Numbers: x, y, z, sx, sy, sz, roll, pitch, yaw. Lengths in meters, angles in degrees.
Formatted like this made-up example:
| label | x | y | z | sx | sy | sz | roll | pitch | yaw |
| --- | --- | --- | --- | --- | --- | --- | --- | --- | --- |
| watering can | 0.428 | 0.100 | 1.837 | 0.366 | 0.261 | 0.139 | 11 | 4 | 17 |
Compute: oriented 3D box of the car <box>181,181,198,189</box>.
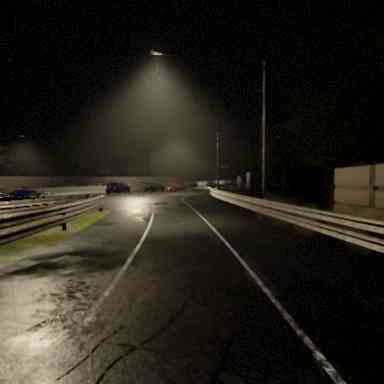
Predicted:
| label | x | y | z | sx | sy | sz | roll | pitch | yaw |
| --- | --- | --- | --- | --- | --- | --- | --- | --- | --- |
| car | -0.210 | -1.782 | 82.793 | 2.150 | 2.045 | 5.566 | 0 | 2 | 18 |

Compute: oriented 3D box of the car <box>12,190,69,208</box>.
| label | x | y | z | sx | sy | sz | roll | pitch | yaw |
| --- | --- | --- | --- | --- | --- | --- | --- | --- | --- |
| car | -13.359 | 0.717 | 30.323 | 2.128 | 1.511 | 4.902 | 0 | 2 | 18 |

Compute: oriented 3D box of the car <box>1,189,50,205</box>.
| label | x | y | z | sx | sy | sz | roll | pitch | yaw |
| --- | --- | --- | --- | --- | --- | --- | --- | --- | --- |
| car | -18.502 | 0.459 | 37.209 | 1.882 | 1.535 | 5.008 | 0 | 2 | 18 |

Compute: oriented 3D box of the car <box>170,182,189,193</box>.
| label | x | y | z | sx | sy | sz | roll | pitch | yaw |
| --- | --- | --- | --- | --- | --- | --- | --- | --- | --- |
| car | -2.685 | -0.682 | 63.591 | 1.812 | 1.442 | 4.674 | 0 | 2 | 18 |

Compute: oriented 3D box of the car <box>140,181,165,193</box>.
| label | x | y | z | sx | sy | sz | roll | pitch | yaw |
| --- | --- | --- | --- | --- | --- | --- | --- | --- | --- |
| car | -6.917 | -0.885 | 61.850 | 2.150 | 2.045 | 5.566 | 0 | 2 | 18 |

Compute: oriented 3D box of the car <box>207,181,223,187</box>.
| label | x | y | z | sx | sy | sz | roll | pitch | yaw |
| --- | --- | --- | --- | --- | --- | --- | --- | --- | --- |
| car | 6.432 | -1.896 | 92.170 | 2.033 | 1.411 | 5.357 | 0 | 2 | 18 |

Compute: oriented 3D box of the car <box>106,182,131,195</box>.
| label | x | y | z | sx | sy | sz | roll | pitch | yaw |
| --- | --- | --- | --- | --- | --- | --- | --- | --- | --- |
| car | -12.387 | -0.618 | 56.262 | 2.150 | 2.045 | 5.566 | 0 | 2 | 18 |

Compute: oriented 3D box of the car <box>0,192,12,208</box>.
| label | x | y | z | sx | sy | sz | roll | pitch | yaw |
| --- | --- | --- | --- | --- | --- | --- | --- | --- | --- |
| car | -17.304 | 0.782 | 29.490 | 2.128 | 1.511 | 4.902 | 0 | 3 | 18 |
